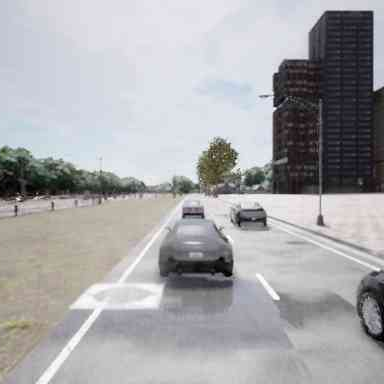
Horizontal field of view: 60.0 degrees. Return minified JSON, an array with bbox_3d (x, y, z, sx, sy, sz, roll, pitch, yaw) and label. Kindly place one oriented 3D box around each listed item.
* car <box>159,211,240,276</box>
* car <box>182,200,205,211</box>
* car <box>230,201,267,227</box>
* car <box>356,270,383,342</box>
[{"bbox_3d":[0.104,1.505,10.187,1.994,1.385,4.181,0,0,0],"label":"car"},{"bbox_3d":[0.108,1.381,27.816,2.033,1.411,5.357,0,0,0],"label":"car"},{"bbox_3d":[3.608,1.361,21.788,2.128,1.511,4.902,0,0,0],"label":"car"},{"bbox_3d":[3.602,1.485,3.521,1.837,1.490,4.892,0,0,0],"label":"car"}]
